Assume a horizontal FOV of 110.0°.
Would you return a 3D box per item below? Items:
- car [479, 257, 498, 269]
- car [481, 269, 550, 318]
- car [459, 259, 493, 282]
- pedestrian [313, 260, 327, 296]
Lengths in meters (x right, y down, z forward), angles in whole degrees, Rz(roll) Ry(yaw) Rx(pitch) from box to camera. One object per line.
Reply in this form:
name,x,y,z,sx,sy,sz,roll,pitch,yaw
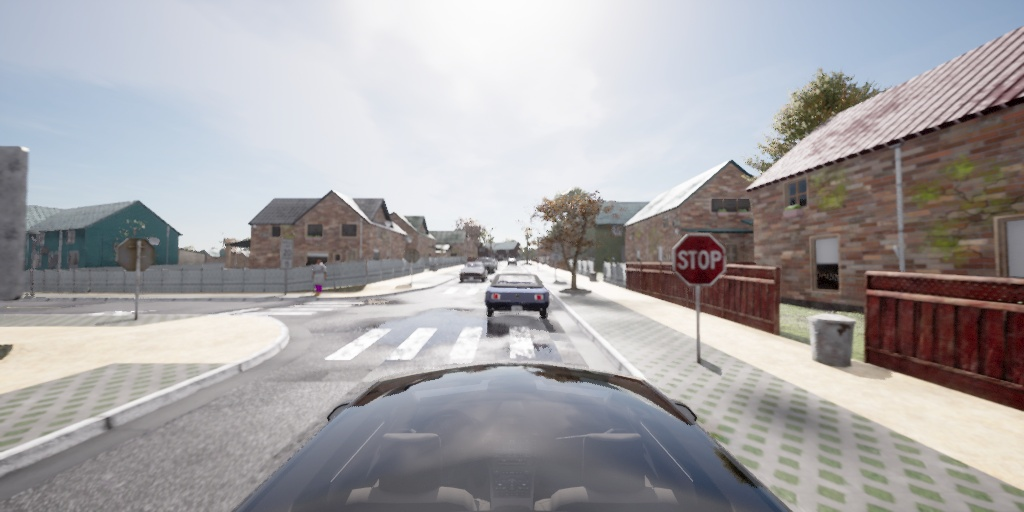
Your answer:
car,-2.832,0.935,37.504,2.097,1.767,4.553,0,0,0
car,0.143,1.241,12.301,1.895,1.301,4.718,1,-1,0
car,-2.840,1.168,27.533,2.033,1.411,5.357,0,0,0
pedestrian,-9.905,1.086,18.372,0.375,1.860,0.375,0,-1,5
